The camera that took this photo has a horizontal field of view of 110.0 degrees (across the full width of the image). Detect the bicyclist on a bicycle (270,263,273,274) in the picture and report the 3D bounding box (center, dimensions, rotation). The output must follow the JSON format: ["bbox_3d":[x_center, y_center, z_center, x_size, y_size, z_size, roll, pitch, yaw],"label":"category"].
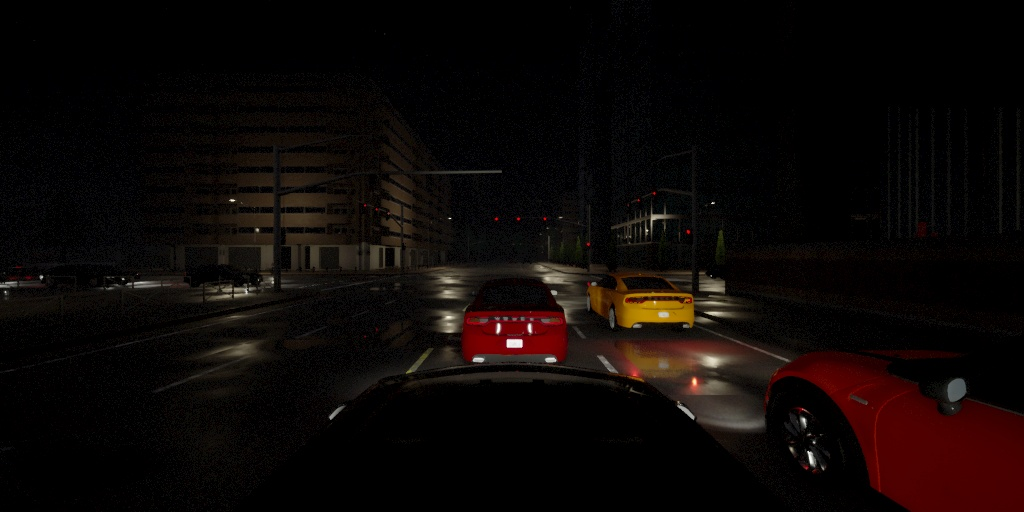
[{"bbox_3d":[-25.518,1.106,38.671,0.582,1.620,1.656,0,0,0],"label":"bicyclist on a bicycle"}]

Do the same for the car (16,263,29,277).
[{"bbox_3d":[-50.330,1.297,34.946,4.902,1.511,2.128,0,0,1],"label":"car"}]

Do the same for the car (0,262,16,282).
[{"bbox_3d":[-42.236,1.331,27.776,4.674,1.442,1.812,0,0,0],"label":"car"}]

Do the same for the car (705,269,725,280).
[{"bbox_3d":[19.537,1.406,31.195,4.718,1.301,1.895,0,0,0],"label":"car"}]

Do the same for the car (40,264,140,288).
[{"bbox_3d":[-28.657,1.310,24.201,4.892,1.490,1.837,0,0,0],"label":"car"}]

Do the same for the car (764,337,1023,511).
[{"bbox_3d":[3.600,1.102,1.752,2.097,1.767,4.553,0,0,0],"label":"car"}]

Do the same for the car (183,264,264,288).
[{"bbox_3d":[-19.417,1.331,24.180,4.674,1.442,1.812,0,0,0],"label":"car"}]

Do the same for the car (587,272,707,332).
[{"bbox_3d":[3.582,1.228,10.898,1.882,1.535,5.008,0,0,0],"label":"car"}]

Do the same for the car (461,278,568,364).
[{"bbox_3d":[0.062,1.228,8.125,1.882,1.535,5.008,0,0,0],"label":"car"}]
